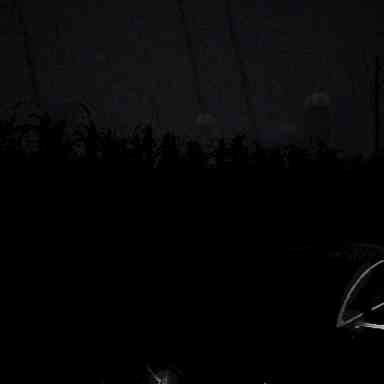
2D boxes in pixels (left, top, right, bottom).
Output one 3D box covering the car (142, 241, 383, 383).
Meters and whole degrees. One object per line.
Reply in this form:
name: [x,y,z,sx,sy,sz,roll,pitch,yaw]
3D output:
car: [1.730,1.479,4.308,4.892,1.490,1.837,0,0,-36]
